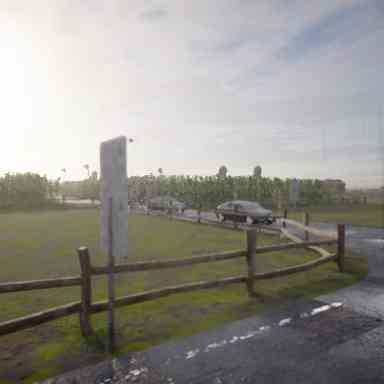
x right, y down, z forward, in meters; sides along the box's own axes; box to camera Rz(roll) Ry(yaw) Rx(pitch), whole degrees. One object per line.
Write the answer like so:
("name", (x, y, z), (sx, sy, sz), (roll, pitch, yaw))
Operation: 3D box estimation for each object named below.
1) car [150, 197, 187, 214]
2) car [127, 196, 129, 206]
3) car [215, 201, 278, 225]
("car", (-2.357, 1.219, 30.960), (2.128, 1.511, 4.902), (-1, 1, -35))
("car", (-9.790, 0.766, 41.752), (2.150, 2.045, 5.566), (-1, 1, -35))
("car", (3.536, 1.380, 22.346), (1.837, 1.490, 4.892), (-1, 1, -33))
